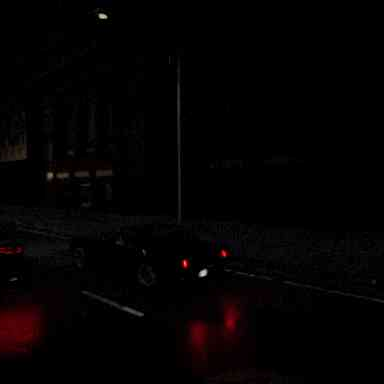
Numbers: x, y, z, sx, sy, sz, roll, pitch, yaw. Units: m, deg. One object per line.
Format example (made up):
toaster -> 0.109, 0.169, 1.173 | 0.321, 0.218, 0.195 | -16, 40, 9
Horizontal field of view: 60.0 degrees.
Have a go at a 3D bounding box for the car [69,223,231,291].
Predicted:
car -> -1.382, 1.493, 8.840 | 4.718, 1.301, 1.895 | 0, 1, 43

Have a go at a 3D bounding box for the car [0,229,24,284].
car -> -5.946, 1.437, 8.311 | 5.008, 1.535, 1.882 | 0, 1, 43
